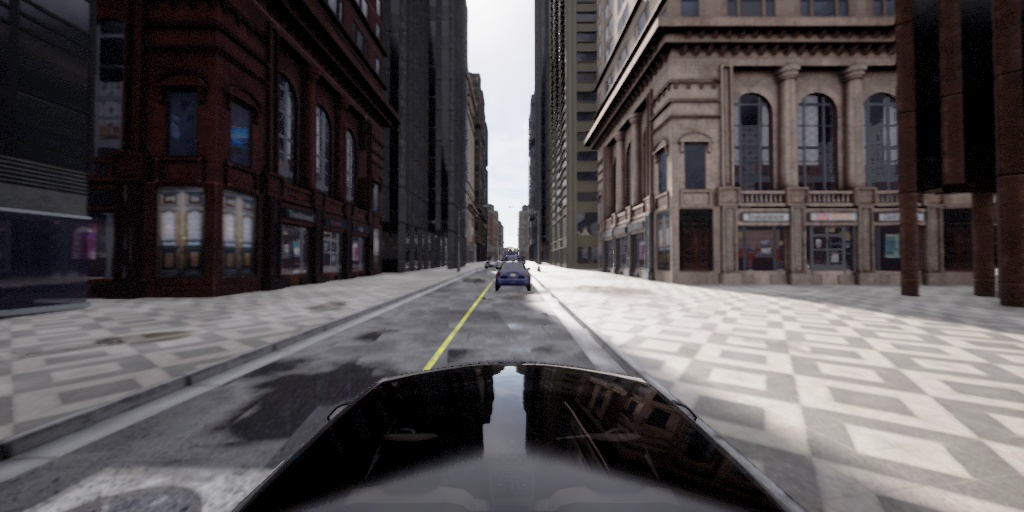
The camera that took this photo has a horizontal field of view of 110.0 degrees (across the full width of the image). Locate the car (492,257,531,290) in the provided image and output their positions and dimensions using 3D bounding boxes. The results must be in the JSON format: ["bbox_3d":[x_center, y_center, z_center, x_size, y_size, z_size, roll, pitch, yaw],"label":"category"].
[{"bbox_3d":[0.087,1.088,22.226,2.097,1.767,4.553,0,0,1],"label":"car"}]

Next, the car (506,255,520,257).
[{"bbox_3d":[0.079,0.958,39.950,2.150,2.045,5.566,0,0,0],"label":"car"}]

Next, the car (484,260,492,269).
[{"bbox_3d":[-3.064,1.307,54.533,1.994,1.385,4.181,0,0,1],"label":"car"}]
